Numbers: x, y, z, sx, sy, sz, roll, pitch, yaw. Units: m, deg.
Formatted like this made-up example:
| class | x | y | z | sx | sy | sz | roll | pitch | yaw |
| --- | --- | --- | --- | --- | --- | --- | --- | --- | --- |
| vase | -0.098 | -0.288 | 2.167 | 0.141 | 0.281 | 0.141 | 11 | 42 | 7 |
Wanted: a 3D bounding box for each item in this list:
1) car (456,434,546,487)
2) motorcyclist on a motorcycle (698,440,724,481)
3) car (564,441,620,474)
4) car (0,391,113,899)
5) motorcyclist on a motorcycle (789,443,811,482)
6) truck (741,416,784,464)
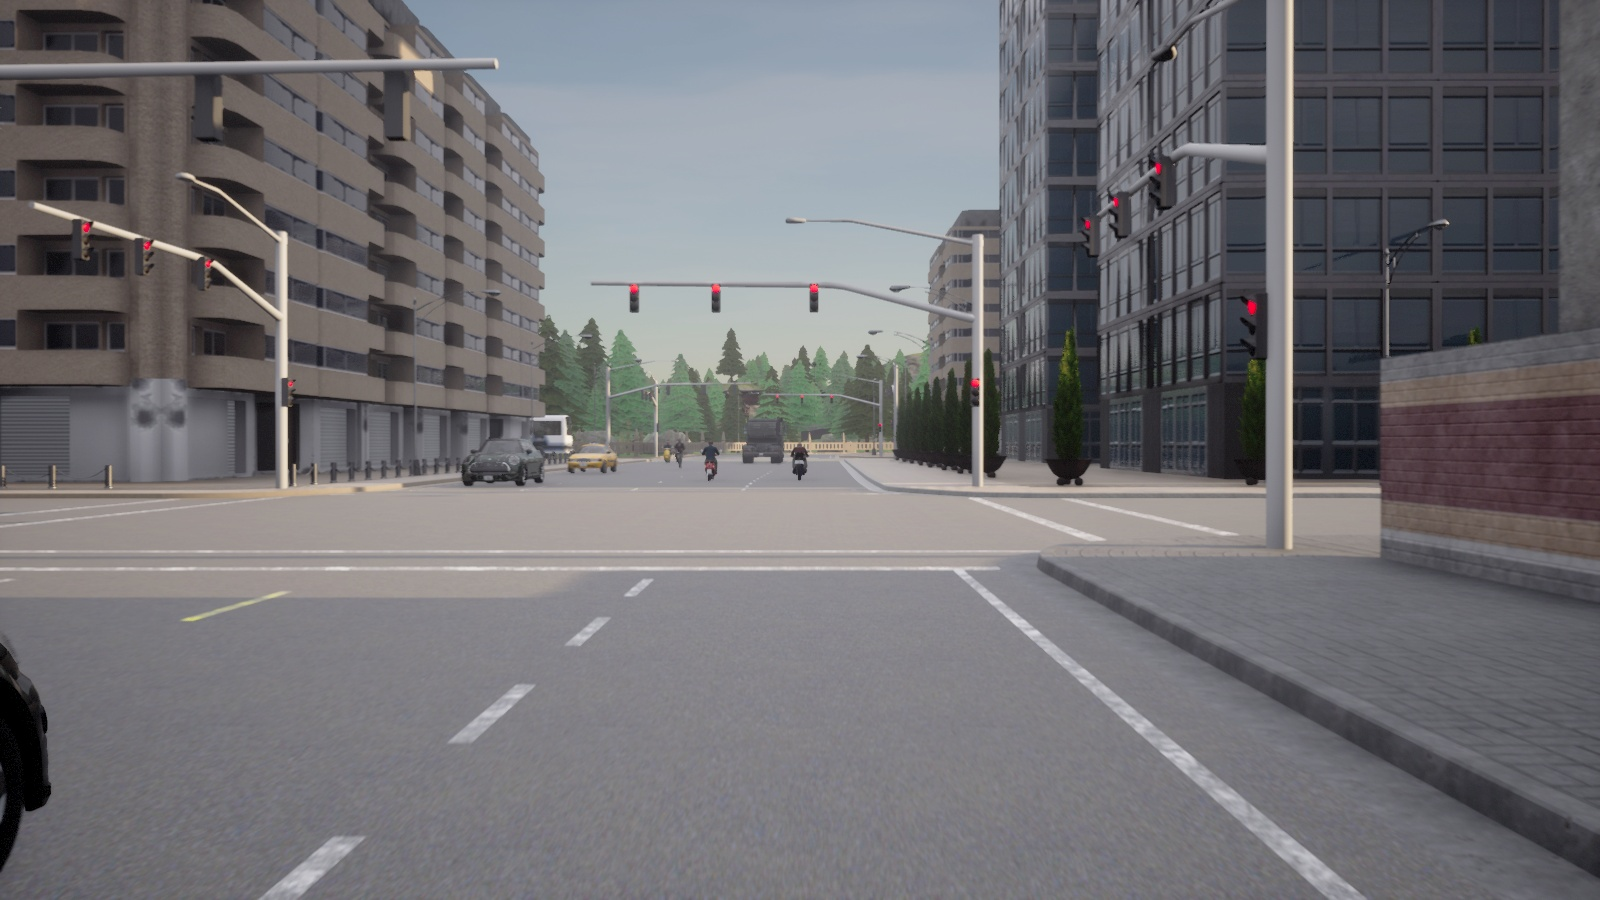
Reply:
| class | x | y | z | sx | sy | sz | roll | pitch | yaw |
| --- | --- | --- | --- | --- | --- | --- | --- | --- | --- |
| car | -10.556 | 0.345 | 44.686 | 2.097 | 1.767 | 4.553 | 0 | 0 | 0 |
| motorcyclist on a motorcycle | -3.523 | 0.417 | 49.696 | 0.866 | 1.590 | 1.817 | 0 | 0 | 1 |
| car | -10.309 | 0.325 | 62.650 | 1.801 | 1.575 | 5.366 | 0 | 0 | 1 |
| car | -3.470 | 0.627 | 2.640 | 1.851 | 1.617 | 3.988 | 0 | 0 | 0 |
| motorcyclist on a motorcycle | -0.009 | 0.494 | 51.033 | 0.866 | 1.530 | 2.191 | 0 | 0 | 1 |
| truck | -2.740 | -0.765 | 93.854 | 2.891 | 3.462 | 7.936 | 0 | 0 | 1 |
